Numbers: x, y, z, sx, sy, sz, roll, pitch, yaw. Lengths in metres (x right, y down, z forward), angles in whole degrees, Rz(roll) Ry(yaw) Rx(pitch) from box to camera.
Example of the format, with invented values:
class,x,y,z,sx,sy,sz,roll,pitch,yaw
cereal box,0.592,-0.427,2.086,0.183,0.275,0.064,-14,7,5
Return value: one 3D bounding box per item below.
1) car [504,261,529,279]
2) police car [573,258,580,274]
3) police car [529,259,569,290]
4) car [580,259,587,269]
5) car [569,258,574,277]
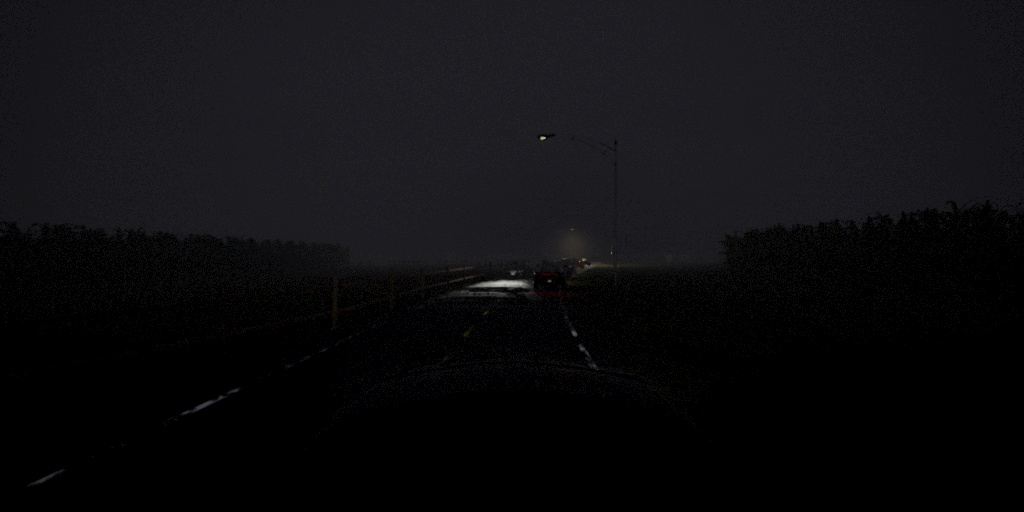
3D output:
class,x,y,z,sx,sy,sz,roll,pitch,yaw
car,0.591,1.208,31.902,2.128,1.511,4.902,0,0,12
police car,5.670,1.143,37.798,1.930,1.638,5.238,0,0,15
police car,2.450,1.165,22.379,1.930,1.638,5.238,0,0,9
car,10.111,1.168,55.743,1.882,1.535,5.008,0,0,17
car,4.241,1.204,31.951,1.882,1.535,5.008,0,0,13
